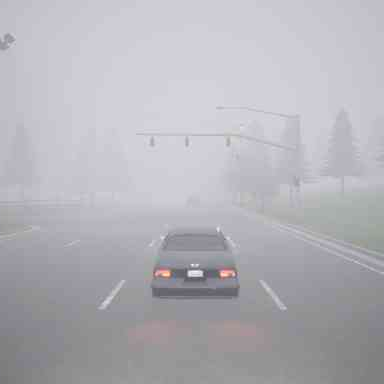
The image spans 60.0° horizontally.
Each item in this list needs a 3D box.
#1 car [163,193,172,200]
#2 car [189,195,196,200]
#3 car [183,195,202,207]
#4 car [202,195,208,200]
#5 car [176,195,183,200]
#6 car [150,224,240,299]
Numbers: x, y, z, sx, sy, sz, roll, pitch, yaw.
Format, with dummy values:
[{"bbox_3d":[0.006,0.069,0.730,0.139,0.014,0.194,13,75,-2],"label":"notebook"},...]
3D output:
[{"bbox_3d":[-6.856,1.225,94.189,2.150,2.045,5.566,0,0,0],"label":"car"},{"bbox_3d":[0.144,1.540,94.148,2.033,1.411,5.357,0,0,0],"label":"car"},{"bbox_3d":[0.078,1.352,52.672,2.097,1.767,4.553,0,0,0],"label":"car"},{"bbox_3d":[3.644,1.500,94.143,1.837,1.490,4.892,0,0,0],"label":"car"},{"bbox_3d":[-3.356,1.524,94.154,1.812,1.442,4.674,0,0,0],"label":"car"},{"bbox_3d":[0.079,1.547,8.633,2.033,1.411,5.357,0,0,1],"label":"car"}]
